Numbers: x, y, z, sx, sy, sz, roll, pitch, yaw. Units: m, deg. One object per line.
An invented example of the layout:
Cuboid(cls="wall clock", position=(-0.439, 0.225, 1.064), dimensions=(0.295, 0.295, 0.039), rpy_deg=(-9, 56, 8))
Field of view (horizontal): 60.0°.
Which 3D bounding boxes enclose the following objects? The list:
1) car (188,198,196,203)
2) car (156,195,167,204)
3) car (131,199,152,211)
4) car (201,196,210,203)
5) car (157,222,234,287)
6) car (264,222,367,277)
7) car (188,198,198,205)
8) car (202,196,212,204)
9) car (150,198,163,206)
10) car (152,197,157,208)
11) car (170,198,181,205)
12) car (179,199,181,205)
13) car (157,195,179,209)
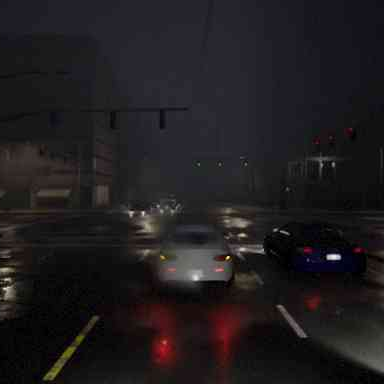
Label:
Cuboid(cls="car", position=(0.067, 2.078, 83.522), dimensions=(1.895, 1.301, 4.718), rpy_deg=(0, 0, 0))
Cuboid(cls="car", position=(-6.939, 1.665, 76.230), dimensions=(2.150, 2.045, 5.566), rpy_deg=(0, 0, 0))
Cuboid(cls="car", position=(-7.086, 1.742, 45.818), dimensions=(1.882, 1.535, 5.008), rpy_deg=(0, 0, 1))
Cuboid(cls="car", position=(3.569, 1.816, 86.673), dimensions=(2.097, 1.767, 4.553), rpy_deg=(0, 0, 0))
Cuboid(cls="car", position=(0.085, 1.580, 9.389), dimensions=(1.812, 1.442, 4.674), rpy_deg=(0, 0, 0))
Cuboid(cls="car", position=(3.591, 1.625, 10.410), dimensions=(1.994, 1.385, 4.181), rpy_deg=(0, 0, 0))
Cuboid(cls="car", position=(0.154, 1.865, 67.115), dimensions=(1.882, 1.535, 5.008), rpy_deg=(0, 0, 0))
Cuboid(cls="car", position=(3.562, 1.998, 78.146), dimensions=(1.994, 1.385, 4.181), rpy_deg=(0, 0, 0))
Cuboid(cls="car", position=(-6.982, 1.942, 65.537), dimensions=(1.994, 1.385, 4.181), rpy_deg=(0, 0, 1))
Cuboid(cls="car", position=(-7.042, 1.869, 55.582), dimensions=(2.033, 1.411, 5.357), rpy_deg=(0, 0, 0))
Cuboid(cls="car", position=(-3.444, 1.958, 70.140), dimensions=(1.994, 1.385, 4.181), rpy_deg=(0, 0, 0))
Cuboid(cls="car", position=(-3.522, 1.826, 60.303), dimensions=(1.882, 1.535, 5.008), rpy_deg=(0, 0, 0))
Cuboid(cls="car", position=(-3.547, 1.513, 50.302), dimensions=(2.150, 2.045, 5.566), rpy_deg=(0, 0, 0))
